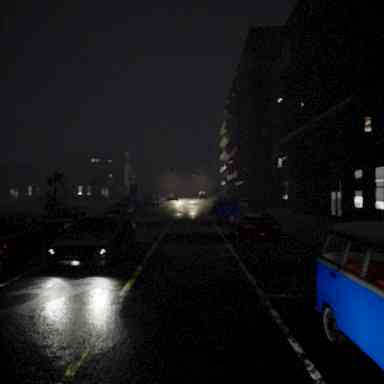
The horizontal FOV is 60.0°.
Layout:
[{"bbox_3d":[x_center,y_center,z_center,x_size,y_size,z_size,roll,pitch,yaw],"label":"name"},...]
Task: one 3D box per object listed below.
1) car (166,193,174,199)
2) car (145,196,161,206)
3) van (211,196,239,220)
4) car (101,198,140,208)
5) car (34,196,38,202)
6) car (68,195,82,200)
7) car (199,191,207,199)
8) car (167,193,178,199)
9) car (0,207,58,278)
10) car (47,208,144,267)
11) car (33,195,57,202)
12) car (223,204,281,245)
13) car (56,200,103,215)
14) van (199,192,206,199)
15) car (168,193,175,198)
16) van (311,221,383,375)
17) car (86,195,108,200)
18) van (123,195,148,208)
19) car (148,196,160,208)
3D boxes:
[{"bbox_3d":[-5.664,1.050,86.859,1.802,1.307,4.206,1,0,0],"label":"car"},{"bbox_3d":[-5.637,1.268,48.796,1.887,1.381,4.507,1,0,0],"label":"car"},{"bbox_3d":[2.709,1.200,26.243,1.690,1.788,3.998,1,0,0],"label":"van"},{"bbox_3d":[-5.641,1.403,26.212,1.887,1.381,4.507,1,0,0],"label":"car"},{"bbox_3d":[-26.366,1.140,60.566,4.097,1.590,1.967,0,0,1],"label":"car"},{"bbox_3d":[-25.186,1.332,69.189,4.313,1.339,1.947,0,0,1],"label":"car"},{"bbox_3d":[2.717,1.058,81.313,2.008,1.369,4.403,1,0,0],"label":"car"},{"bbox_3d":[-2.991,0.912,52.276,1.895,1.301,4.718,0,0,0],"label":"car"},{"bbox_3d":[-5.649,1.392,9.275,1.967,1.590,4.097,1,0,0],"label":"car"},{"bbox_3d":[-3.097,1.488,11.490,2.033,1.411,5.357,0,0,0],"label":"car"},{"bbox_3d":[-30.666,1.374,69.265,4.206,1.307,1.802,0,0,1],"label":"car"},{"bbox_3d":[2.704,1.467,14.953,1.887,1.381,4.507,1,0,0],"label":"car"},{"bbox_3d":[-5.642,1.362,14.921,1.967,1.590,4.097,1,0,0],"label":"car"},{"bbox_3d":[2.720,0.809,86.891,1.690,1.788,3.998,1,0,0],"label":"van"},{"bbox_3d":[-5.662,0.973,92.439,1.887,1.381,4.507,1,0,0],"label":"car"},{"bbox_3d":[2.704,1.322,3.658,1.690,1.788,3.998,1,0,0],"label":"van"},{"bbox_3d":[-19.705,1.292,69.112,4.403,1.369,2.008,0,0,1],"label":"car"},{"bbox_3d":[-5.638,1.167,31.857,1.690,1.788,3.998,1,0,0],"label":"van"},{"bbox_3d":[-5.637,1.198,43.149,1.967,1.590,4.097,1,0,0],"label":"car"}]
